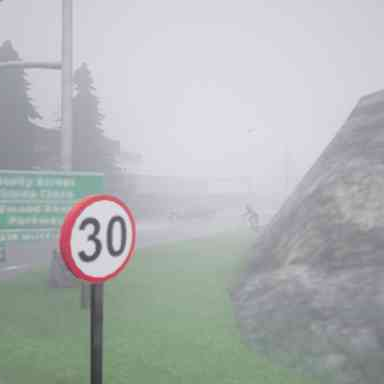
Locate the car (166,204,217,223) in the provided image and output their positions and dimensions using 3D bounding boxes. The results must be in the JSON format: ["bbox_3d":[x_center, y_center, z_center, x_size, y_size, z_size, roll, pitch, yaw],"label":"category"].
[{"bbox_3d":[0.010,1.674,27.028,1.895,1.301,4.718,1,0,36],"label":"car"}]

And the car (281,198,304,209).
[{"bbox_3d":[13.917,1.569,45.932,2.128,1.511,4.902,1,0,37],"label":"car"}]

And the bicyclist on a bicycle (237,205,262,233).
[{"bbox_3d":[3.386,1.579,19.616,1.656,1.620,0.582,0,0,36],"label":"bicyclist on a bicycle"}]
